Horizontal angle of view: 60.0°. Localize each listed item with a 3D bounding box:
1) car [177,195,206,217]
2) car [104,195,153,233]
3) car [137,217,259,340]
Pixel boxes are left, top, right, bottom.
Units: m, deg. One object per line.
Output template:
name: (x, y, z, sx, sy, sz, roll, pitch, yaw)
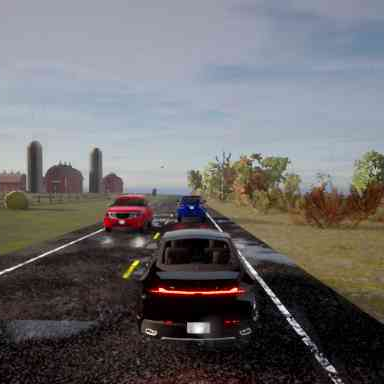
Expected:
car: (-0.033, 1.220, 26.430, 2.150, 2.045, 5.566, 0, 0, -1)
car: (-3.681, 1.220, 20.152, 2.150, 2.045, 5.566, 0, 0, 0)
car: (0.083, 1.504, 6.710, 1.837, 1.490, 4.892, 0, 0, 0)
